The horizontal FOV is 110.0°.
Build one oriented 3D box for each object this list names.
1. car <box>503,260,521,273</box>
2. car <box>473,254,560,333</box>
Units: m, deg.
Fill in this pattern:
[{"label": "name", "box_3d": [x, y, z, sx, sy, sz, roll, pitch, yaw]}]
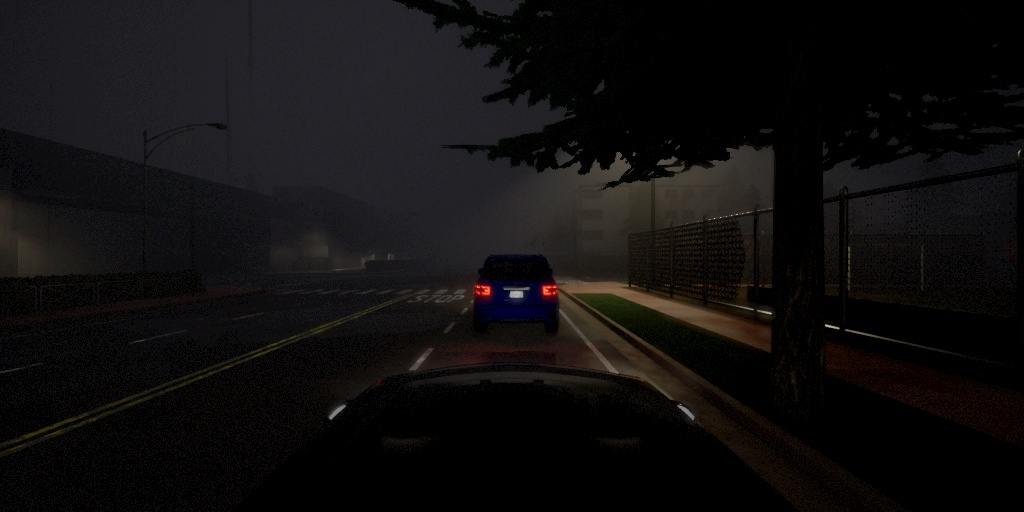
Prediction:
[{"label": "car", "box_3d": [0.005, 1.241, 45.745, 2.128, 1.511, 4.902, 0, 0, 0]}, {"label": "car", "box_3d": [0.111, 0.972, 10.889, 2.150, 2.045, 5.566, 0, 0, 0]}]
